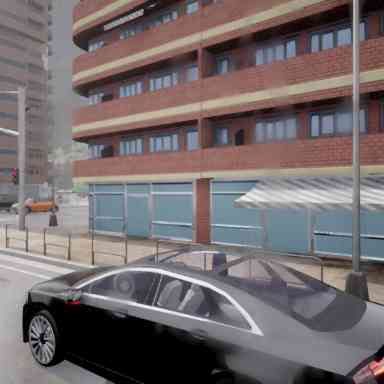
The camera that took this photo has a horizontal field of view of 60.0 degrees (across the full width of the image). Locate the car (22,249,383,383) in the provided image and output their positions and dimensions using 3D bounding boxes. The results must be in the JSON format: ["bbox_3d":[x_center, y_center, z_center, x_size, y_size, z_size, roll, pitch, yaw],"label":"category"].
[{"bbox_3d":[-0.202,1.491,4.132,4.902,1.511,2.128,0,0,35],"label":"car"}]

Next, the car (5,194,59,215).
[{"bbox_3d":[-16.287,1.352,34.487,2.097,1.767,4.553,0,0,36],"label":"car"}]

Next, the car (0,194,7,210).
[{"bbox_3d":[-20.213,1.221,35.044,2.150,2.045,5.566,0,0,35],"label":"car"}]
